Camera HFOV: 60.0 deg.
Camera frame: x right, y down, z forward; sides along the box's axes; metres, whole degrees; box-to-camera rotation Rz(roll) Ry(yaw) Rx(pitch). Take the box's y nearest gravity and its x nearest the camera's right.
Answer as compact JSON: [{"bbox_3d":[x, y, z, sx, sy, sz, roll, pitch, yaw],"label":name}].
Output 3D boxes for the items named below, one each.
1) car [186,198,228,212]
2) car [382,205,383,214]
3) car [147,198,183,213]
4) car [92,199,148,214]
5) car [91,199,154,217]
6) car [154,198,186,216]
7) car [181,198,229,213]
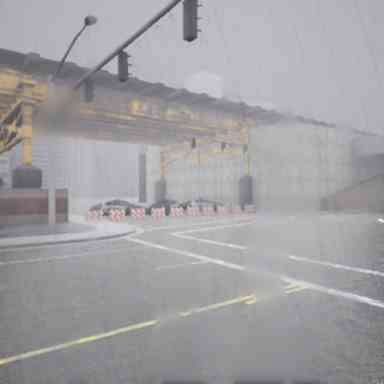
[{"bbox_3d":[1.287,1.240,36.118,4.536,1.218,1.853,0,0,-7],"label":"car"},{"bbox_3d":[20.371,1.389,32.306,5.008,1.535,1.882,-1,0,-37],"label":"car"},{"bbox_3d":[-2.554,1.254,32.412,1.853,1.218,4.536,0,0,18],"label":"car"},{"bbox_3d":[-6.365,1.265,29.682,4.536,1.218,1.853,0,0,8],"label":"car"},{"bbox_3d":[-6.313,1.423,29.676,4.974,1.542,2.038,0,0,8],"label":"car"},{"bbox_3d":[-2.569,1.411,32.363,2.038,1.542,4.974,0,0,18],"label":"car"},{"bbox_3d":[1.339,1.398,36.125,4.974,1.542,2.038,0,0,-7],"label":"car"}]
